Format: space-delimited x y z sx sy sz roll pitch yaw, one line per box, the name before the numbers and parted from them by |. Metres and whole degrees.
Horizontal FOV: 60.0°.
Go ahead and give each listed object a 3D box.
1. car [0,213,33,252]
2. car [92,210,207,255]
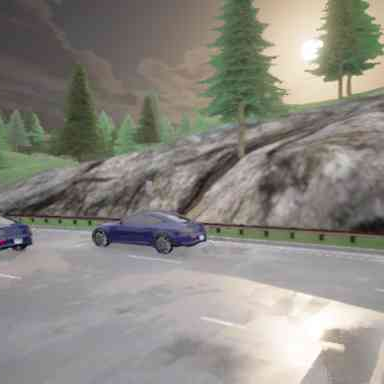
car | -7.788 1.437 11.884 4.674 1.442 1.812 0 0 25
car | -1.701 1.422 12.780 4.674 1.442 1.812 0 0 28
